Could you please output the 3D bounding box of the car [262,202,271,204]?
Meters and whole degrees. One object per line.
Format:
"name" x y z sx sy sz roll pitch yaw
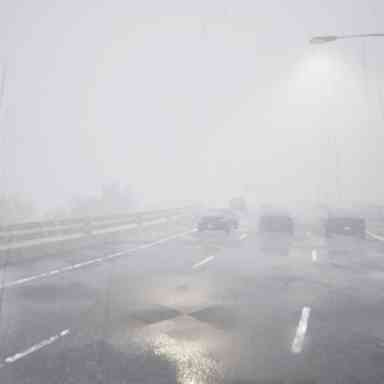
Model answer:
"car" 8.798 1.930 38.671 1.812 1.442 4.674 0 -1 7

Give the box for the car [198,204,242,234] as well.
"car" 1.676 1.735 20.662 1.812 1.442 4.674 0 -1 17

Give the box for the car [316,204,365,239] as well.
"car" 8.425 1.686 18.933 1.882 1.535 5.008 0 -1 16

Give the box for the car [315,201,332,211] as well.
"car" 19.315 2.006 48.708 1.882 1.535 5.008 -1 -1 31

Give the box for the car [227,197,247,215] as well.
"car" 5.499 1.636 40.449 2.150 2.045 5.566 0 -1 6

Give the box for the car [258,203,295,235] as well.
"car" 5.239 1.693 20.442 1.882 1.535 5.008 0 -1 16
